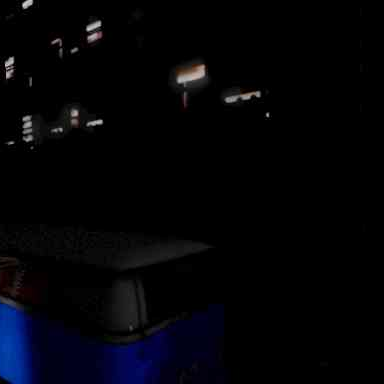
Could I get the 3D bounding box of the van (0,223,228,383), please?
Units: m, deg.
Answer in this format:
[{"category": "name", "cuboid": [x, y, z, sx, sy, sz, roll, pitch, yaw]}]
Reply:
[{"category": "van", "cuboid": [-1.535, 1.338, 3.978, 3.998, 1.788, 1.690, 0, 0, 36]}]
